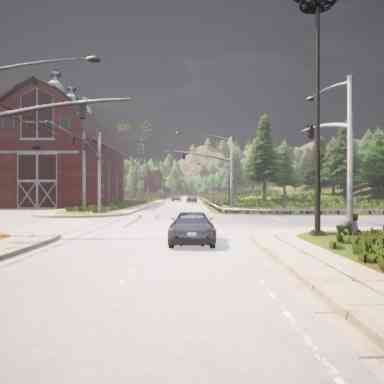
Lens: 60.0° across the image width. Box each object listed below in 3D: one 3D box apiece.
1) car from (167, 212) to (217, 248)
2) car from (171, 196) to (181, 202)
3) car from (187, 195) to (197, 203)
[{"bbox_3d":[0.000,1.569,14.650,1.994,1.385,4.181,0,0,0],"label":"car"},{"bbox_3d":[-3.500,1.493,73.917,1.994,1.385,4.181,0,0,0],"label":"car"},{"bbox_3d":[0.000,1.364,66.836,2.097,1.767,4.553,0,0,0],"label":"car"}]
